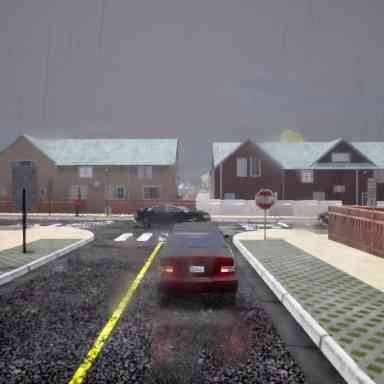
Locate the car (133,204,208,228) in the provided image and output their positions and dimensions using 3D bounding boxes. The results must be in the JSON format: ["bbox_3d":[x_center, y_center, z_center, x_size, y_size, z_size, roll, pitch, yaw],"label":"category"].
[{"bbox_3d":[-1.250,1.491,21.107,4.902,1.511,2.128,0,0,1],"label":"car"}]

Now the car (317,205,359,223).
[{"bbox_3d":[11.862,1.674,23.750,5.357,1.411,2.033,1,0,1],"label":"car"}]

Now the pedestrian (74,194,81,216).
[{"bbox_3d":[-9.378,1.053,27.144,0.375,1.860,0.375,0,0,1],"label":"pedestrian"}]

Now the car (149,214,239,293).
[{"bbox_3d":[0.094,1.547,8.970,2.033,1.411,5.357,0,0,0],"label":"car"}]
